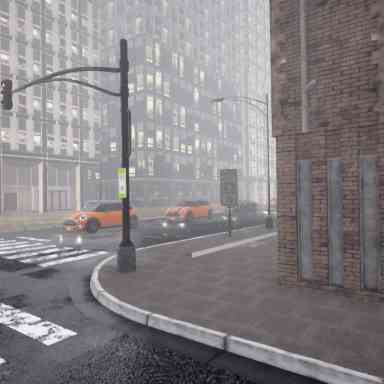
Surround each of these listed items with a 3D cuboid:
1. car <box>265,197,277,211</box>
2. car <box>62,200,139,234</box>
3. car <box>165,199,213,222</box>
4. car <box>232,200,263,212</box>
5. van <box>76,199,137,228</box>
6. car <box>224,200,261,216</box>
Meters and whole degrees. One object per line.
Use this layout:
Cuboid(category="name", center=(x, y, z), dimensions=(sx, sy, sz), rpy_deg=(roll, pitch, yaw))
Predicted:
Cuboid(category="car", center=(11.034, 1.471, 42.556), dimensions=(2.097, 1.767, 4.553), rpy_deg=(-1, -1, 36))
Cuboid(category="car", center=(-5.386, 1.416, 19.921), dimensions=(2.097, 1.767, 4.553), rpy_deg=(-1, -1, 37))
Cuboid(category="car", center=(-0.181, 1.433, 27.077), dimensions=(2.097, 1.767, 4.553), rpy_deg=(-1, -1, 36))
Cuboid(category="car", center=(6.953, 1.689, 41.383), dimensions=(1.752, 1.417, 4.829), rpy_deg=(-2, -1, 36))
Cuboid(category="van", center=(-5.946, 1.460, 23.520), dimensions=(1.690, 1.788, 3.998), rpy_deg=(-2, -1, 36))
Cuboid(category="car", center=(5.095, 1.590, 34.374), dimensions=(2.128, 1.511, 4.902), rpy_deg=(-1, -1, 36))
